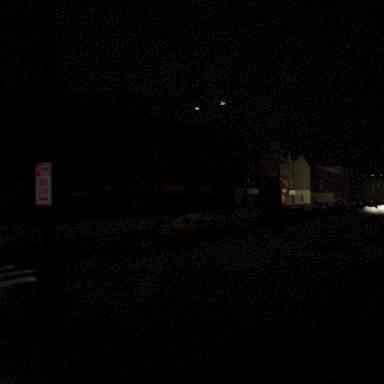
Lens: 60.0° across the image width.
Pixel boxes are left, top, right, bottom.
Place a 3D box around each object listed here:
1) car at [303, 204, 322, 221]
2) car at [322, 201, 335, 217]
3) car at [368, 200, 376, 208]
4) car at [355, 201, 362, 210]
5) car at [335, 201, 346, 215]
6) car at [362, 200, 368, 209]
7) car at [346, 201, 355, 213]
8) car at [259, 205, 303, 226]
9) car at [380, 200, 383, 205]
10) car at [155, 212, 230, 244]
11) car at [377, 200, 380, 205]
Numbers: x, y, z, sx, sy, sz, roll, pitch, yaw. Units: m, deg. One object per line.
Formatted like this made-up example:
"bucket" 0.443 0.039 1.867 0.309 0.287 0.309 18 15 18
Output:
"car" 9.895 1.815 30.087 2.008 1.369 4.403 -2 -1 35
"car" 13.155 1.893 34.672 1.802 1.307 4.206 -2 -1 35
"car" 32.708 2.217 62.186 2.008 1.369 4.403 -2 -2 35
"car" 22.931 2.023 48.429 2.008 1.369 4.403 -2 -2 35
"car" 16.413 1.906 39.258 1.887 1.381 4.507 -2 -2 35
"car" 26.190 2.084 53.015 2.008 1.369 4.403 -2 -2 35
"car" 19.670 1.855 43.846 1.967 1.590 4.097 -2 -2 35
"car" 6.637 1.787 25.501 1.947 1.339 4.313 -2 -1 35
"car" 45.743 2.530 80.525 2.008 1.369 4.403 -2 -2 35
"car" 0.217 1.671 16.469 1.752 1.417 4.829 -1 -1 35
"car" 35.966 2.282 66.771 1.887 1.381 4.507 -2 -2 35
